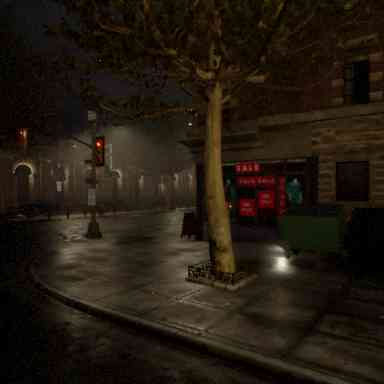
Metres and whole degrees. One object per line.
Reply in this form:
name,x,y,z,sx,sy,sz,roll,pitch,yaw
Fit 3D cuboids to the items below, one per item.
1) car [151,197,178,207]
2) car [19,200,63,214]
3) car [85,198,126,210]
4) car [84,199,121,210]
car,-4.140,1.478,50.694,1.882,1.535,5.008,0,0,36
car,-15.696,1.564,34.808,1.994,1.385,4.181,0,0,36
car,-10.491,1.491,41.972,2.128,1.511,4.902,0,0,36
car,-12.108,1.595,45.105,1.895,1.301,4.718,0,0,36
